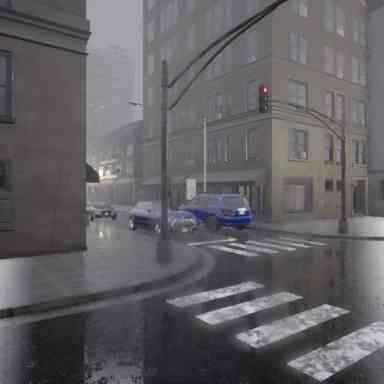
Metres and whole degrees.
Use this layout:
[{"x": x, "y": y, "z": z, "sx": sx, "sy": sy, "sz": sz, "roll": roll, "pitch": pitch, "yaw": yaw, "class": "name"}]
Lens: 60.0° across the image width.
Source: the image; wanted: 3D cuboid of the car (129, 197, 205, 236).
[{"x": -1.640, "y": 1.269, "z": 17.967, "sx": 2.097, "sy": 1.767, "sz": 4.553, "roll": 0, "pitch": 0, "yaw": -36, "class": "car"}]

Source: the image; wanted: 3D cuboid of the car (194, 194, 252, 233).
[{"x": 1.005, "y": 1.142, "z": 19.342, "sx": 2.150, "sy": 2.045, "sz": 5.566, "roll": 0, "pitch": 0, "yaw": -36, "class": "car"}]

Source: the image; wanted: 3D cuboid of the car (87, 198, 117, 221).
[{"x": -7.436, "y": 1.428, "z": 26.073, "sx": 1.994, "sy": 1.385, "sz": 4.181, "roll": 0, "pitch": 0, "yaw": -35, "class": "car"}]

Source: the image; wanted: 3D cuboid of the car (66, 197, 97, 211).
[{"x": -13.009, "y": 1.342, "z": 38.921, "sx": 2.033, "sy": 1.411, "sz": 5.357, "roll": 0, "pitch": 0, "yaw": -36, "class": "car"}]
